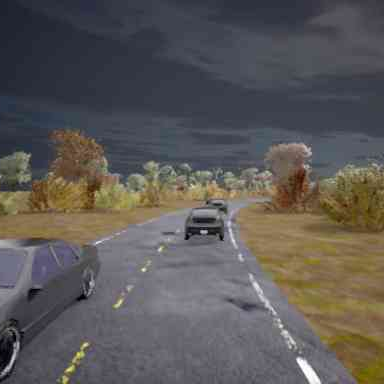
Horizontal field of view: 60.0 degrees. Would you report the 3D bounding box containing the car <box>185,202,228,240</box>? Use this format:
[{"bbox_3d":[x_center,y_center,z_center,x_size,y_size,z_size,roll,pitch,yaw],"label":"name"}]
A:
[{"bbox_3d":[0.700,1.505,16.993,1.837,1.490,4.892,0,0,4],"label":"car"}]

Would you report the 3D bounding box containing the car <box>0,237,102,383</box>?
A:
[{"bbox_3d":[-3.059,1.539,5.619,2.033,1.411,5.357,0,0,1],"label":"car"}]

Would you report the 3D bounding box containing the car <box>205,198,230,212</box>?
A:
[{"bbox_3d":[2.860,1.491,34.912,1.837,1.490,4.892,0,0,9],"label":"car"}]

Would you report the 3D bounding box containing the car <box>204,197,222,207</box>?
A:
[{"bbox_3d":[3.366,1.554,52.698,1.895,1.301,4.718,0,0,14],"label":"car"}]
